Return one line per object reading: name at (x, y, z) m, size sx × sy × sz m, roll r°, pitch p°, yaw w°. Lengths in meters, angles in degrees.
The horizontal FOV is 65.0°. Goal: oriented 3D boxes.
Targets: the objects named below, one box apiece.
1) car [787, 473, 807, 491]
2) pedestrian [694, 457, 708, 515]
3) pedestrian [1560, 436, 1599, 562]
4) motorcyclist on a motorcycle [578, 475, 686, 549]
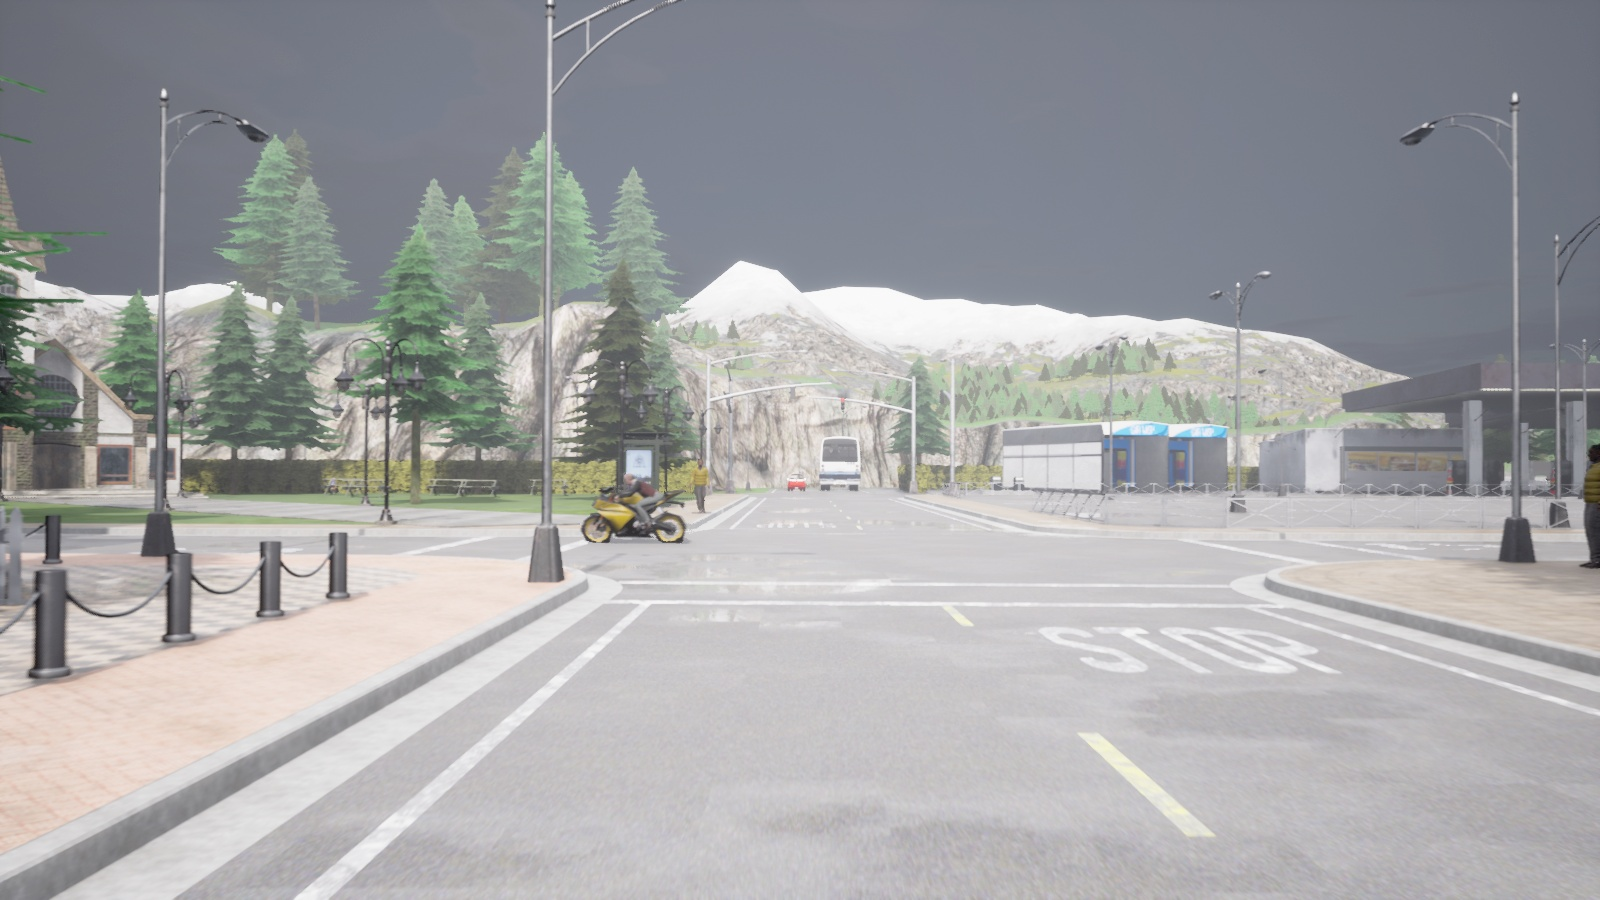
car at (-0.244, 2.486, 96.497) m, size 1.481 × 1.376 × 2.207 m, roll 0°, pitch -1°, yaw 0°
pedestrian at (-3.189, 1.161, 40.489) m, size 0.431 × 1.840 × 0.709 m, roll 0°, pitch -1°, yaw -2°
pedestrian at (11.750, 0.725, 18.629) m, size 0.709 × 1.840 × 0.431 m, roll 0°, pitch -1°, yaw 15°
motorcyclist on a motorcycle at (-3.560, 1.306, 26.753) m, size 2.191 × 1.530 × 0.866 m, roll 0°, pitch -1°, yaw 0°
